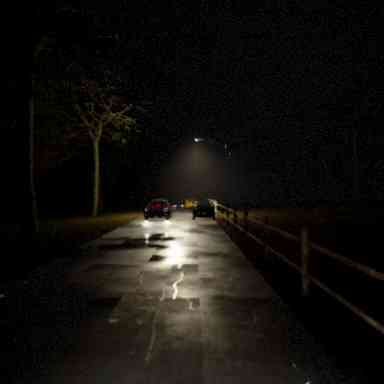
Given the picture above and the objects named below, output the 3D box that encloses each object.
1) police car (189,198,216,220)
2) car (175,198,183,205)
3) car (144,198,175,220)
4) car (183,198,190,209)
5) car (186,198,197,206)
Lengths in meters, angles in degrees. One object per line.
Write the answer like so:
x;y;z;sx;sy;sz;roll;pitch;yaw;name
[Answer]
0.962;1.480;28.561;1.930;1.638;5.238;0;0;0;police car
-2.735;1.967;69.957;1.837;1.490;4.892;0;-1;0;car
-2.847;1.407;28.693;2.097;1.767;4.553;0;0;0;car
0.019;1.620;47.938;1.882;1.535;5.008;0;0;0;car
-0.002;1.897;64.138;2.033;1.411;5.357;0;-1;0;car
